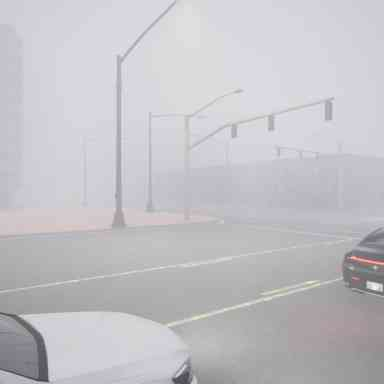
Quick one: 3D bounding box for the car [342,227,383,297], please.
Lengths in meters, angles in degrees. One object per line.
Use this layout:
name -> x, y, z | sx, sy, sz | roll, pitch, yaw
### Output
car -> 5.376, 1.505, 7.574 | 4.892, 1.490, 1.837 | 0, 0, -35

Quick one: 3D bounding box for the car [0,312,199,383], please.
car -> -2.103, 1.526, 2.248 | 4.674, 1.442, 1.812 | 0, 0, -35
